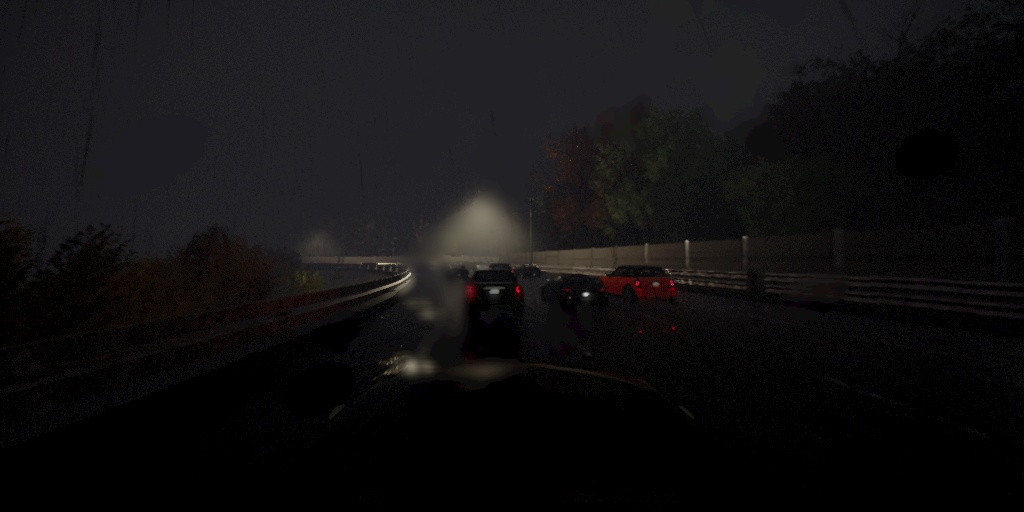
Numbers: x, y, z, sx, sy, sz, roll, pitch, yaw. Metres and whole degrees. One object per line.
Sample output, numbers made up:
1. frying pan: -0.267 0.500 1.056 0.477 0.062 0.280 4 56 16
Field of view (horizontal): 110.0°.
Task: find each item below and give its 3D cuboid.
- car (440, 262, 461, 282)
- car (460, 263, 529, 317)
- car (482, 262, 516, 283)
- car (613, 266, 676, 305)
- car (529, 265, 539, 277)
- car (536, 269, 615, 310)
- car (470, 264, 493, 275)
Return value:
1. car: -5.353 1.611 34.370 2.128 1.511 4.902 0 -1 -18
2. car: -0.801 1.237 14.109 2.097 1.767 4.553 0 -1 -6
3. car: -1.308 1.440 33.086 2.097 1.767 4.553 0 -1 -16
4. car: 5.802 1.241 17.343 2.097 1.767 4.553 0 -1 -9
5. car: 1.353 1.601 36.244 2.128 1.511 4.902 0 -1 -18
6. car: 2.543 1.449 15.520 1.994 1.385 4.181 0 -1 -7
7. car: -4.459 1.893 51.110 1.895 1.301 4.718 0 -1 -23
